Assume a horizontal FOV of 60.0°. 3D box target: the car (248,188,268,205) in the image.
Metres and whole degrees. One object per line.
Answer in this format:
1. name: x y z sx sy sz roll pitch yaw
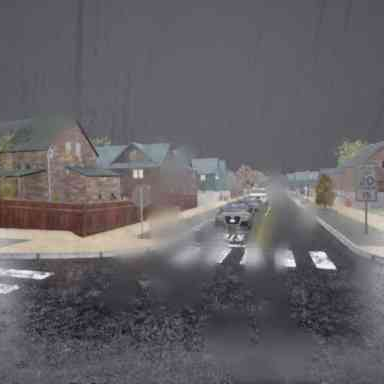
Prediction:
1. car: 8.275 0.556 41.329 2.150 2.045 5.566 -1 1 14

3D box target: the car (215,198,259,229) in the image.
1. car: 2.555 1.270 18.970 1.994 1.385 4.181 -1 1 14

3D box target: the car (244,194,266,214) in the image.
1. car: 5.016 1.111 28.603 1.994 1.385 4.181 -1 1 14
